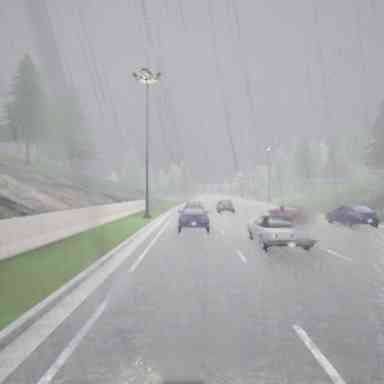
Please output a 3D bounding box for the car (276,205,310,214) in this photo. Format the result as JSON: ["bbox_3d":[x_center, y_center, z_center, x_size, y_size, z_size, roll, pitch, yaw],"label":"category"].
[{"bbox_3d":[7.090,1.624,24.771,1.895,1.301,4.718,0,0,0],"label":"car"}]

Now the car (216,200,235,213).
[{"bbox_3d":[3.716,1.581,37.226,2.033,1.411,5.357,0,0,1],"label":"car"}]

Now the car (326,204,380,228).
[{"bbox_3d":[10.591,1.546,22.089,1.812,1.442,4.674,0,0,0],"label":"car"}]

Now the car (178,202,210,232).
[{"bbox_3d":[0.104,1.544,20.287,1.812,1.442,4.674,0,0,0],"label":"car"}]

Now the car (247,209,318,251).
[{"bbox_3d":[3.593,1.614,14.191,1.895,1.301,4.718,0,0,0],"label":"car"}]
